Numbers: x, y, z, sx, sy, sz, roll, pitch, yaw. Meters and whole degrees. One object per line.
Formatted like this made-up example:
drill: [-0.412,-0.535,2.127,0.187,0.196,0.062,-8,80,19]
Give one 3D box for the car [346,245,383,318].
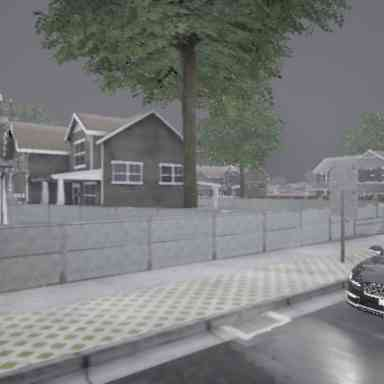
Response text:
car: [5.023,1.494,6.633,4.892,1.490,1.837,0,0,-35]
